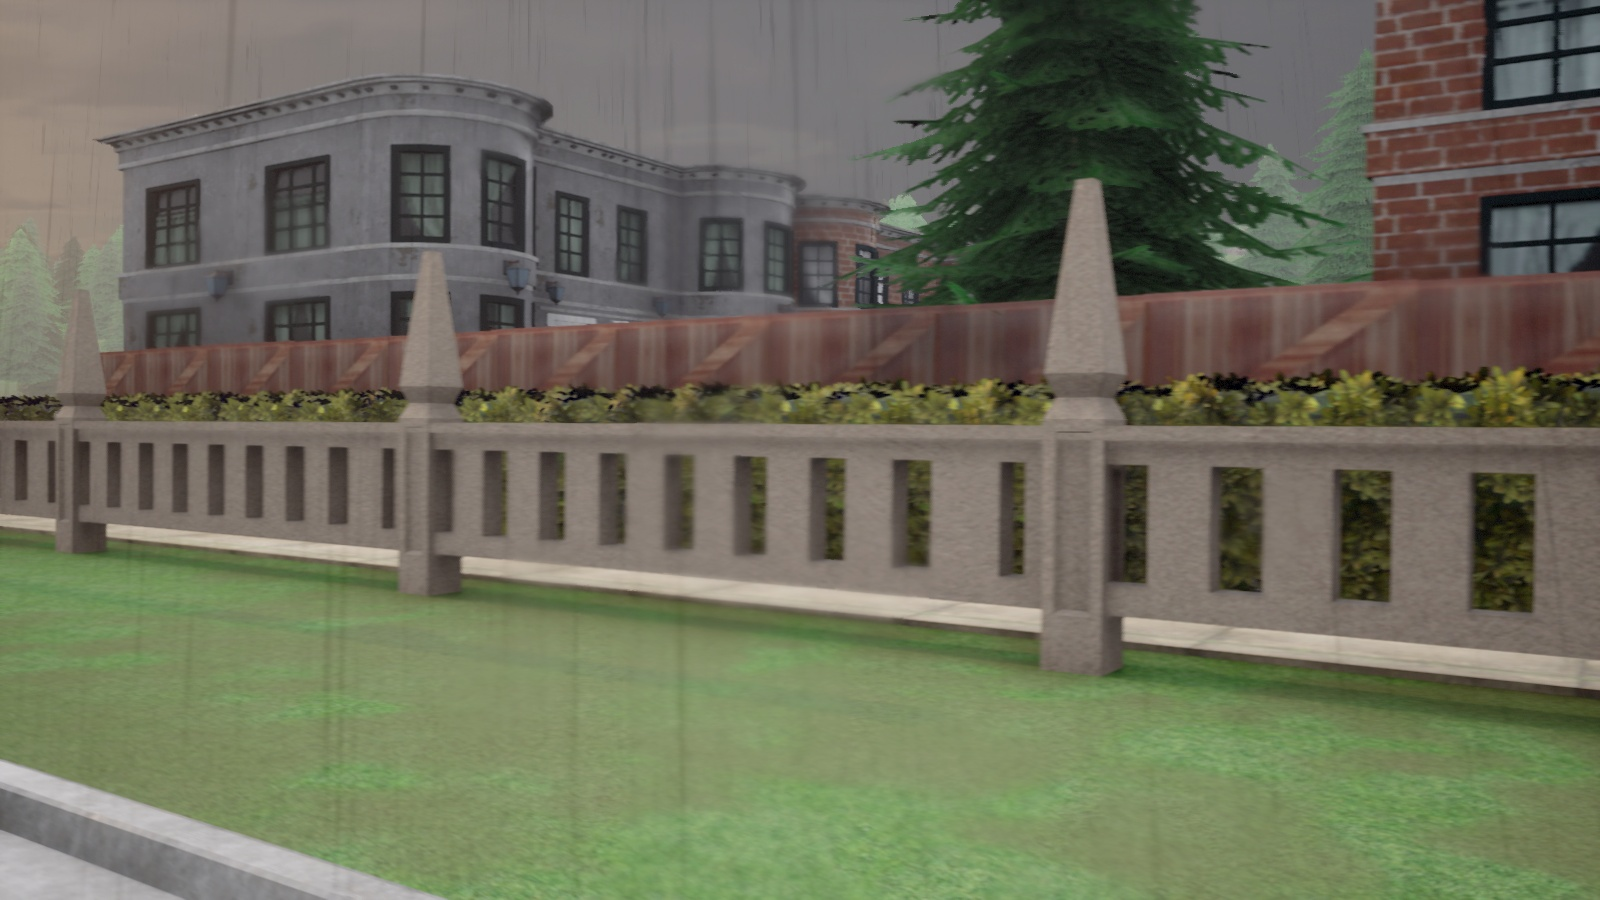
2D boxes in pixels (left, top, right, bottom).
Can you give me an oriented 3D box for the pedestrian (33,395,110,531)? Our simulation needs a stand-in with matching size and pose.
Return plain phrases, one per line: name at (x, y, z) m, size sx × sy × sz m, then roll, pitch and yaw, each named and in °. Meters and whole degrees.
pedestrian at (-10.789, 0.184, 18.601) m, size 0.873 × 1.952 × 0.659 m, roll 0°, pitch 1°, yaw 37°
